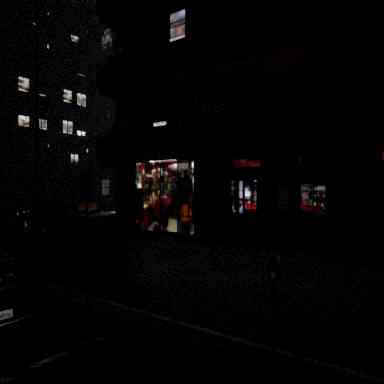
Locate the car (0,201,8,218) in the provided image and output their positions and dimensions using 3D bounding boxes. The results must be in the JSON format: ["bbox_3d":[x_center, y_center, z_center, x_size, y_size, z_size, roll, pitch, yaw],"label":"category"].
[{"bbox_3d":[-14.075,1.350,26.090,2.008,1.369,4.403,1,1,35],"label":"car"}]

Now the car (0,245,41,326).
[{"bbox_3d":[-4.505,1.551,6.083,4.403,1.369,2.008,0,0,35],"label":"car"}]

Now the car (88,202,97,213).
[{"bbox_3d":[-10.987,1.250,30.516,1.752,1.417,4.829,1,1,35],"label":"car"}]

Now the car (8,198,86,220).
[{"bbox_3d":[-11.109,1.283,25.834,1.837,1.490,4.892,0,1,35],"label":"car"}]
